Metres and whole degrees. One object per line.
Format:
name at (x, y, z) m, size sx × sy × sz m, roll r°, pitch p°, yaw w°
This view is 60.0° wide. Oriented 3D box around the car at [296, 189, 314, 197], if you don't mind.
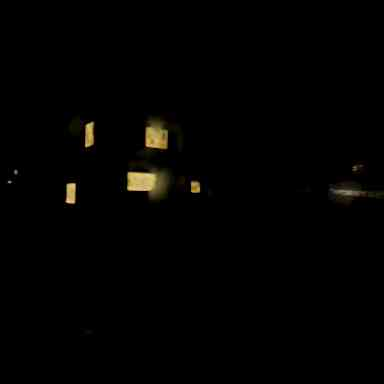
car at (17.663, 0.297, 52.382) m, size 2.128 × 1.511 × 4.902 m, roll 1°, pitch 2°, yaw -3°
